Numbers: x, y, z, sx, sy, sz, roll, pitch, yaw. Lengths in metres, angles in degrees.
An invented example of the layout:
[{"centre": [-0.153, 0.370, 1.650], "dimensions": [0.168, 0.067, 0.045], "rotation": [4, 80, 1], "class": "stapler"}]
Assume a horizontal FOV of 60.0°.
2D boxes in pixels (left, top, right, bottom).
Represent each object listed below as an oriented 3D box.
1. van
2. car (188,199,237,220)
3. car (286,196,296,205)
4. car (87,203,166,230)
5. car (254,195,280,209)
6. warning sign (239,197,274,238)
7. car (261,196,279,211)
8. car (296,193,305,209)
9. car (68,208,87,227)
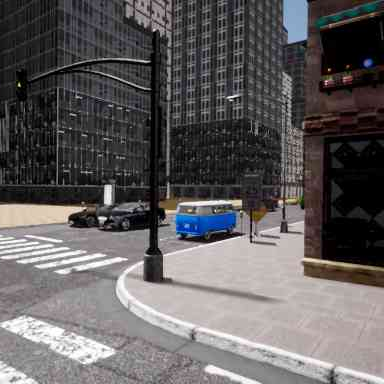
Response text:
[{"centre": [0.836, 1.368, 17.018], "dimensions": [1.690, 1.788, 3.998], "rotation": [1, 1, 35], "class": "van"}, {"centre": [1.861, 1.426, 28.451], "dimensions": [1.837, 1.490, 4.892], "rotation": [1, 1, 36], "class": "car"}, {"centre": [16.355, 1.364, 53.298], "dimensions": [1.752, 1.417, 4.829], "rotation": [1, 1, 35], "class": "car"}, {"centre": [-3.659, 1.431, 20.695], "dimensions": [2.128, 1.511, 4.902], "rotation": [1, 1, 35], "class": "car"}, {"centre": [10.039, 1.293, 44.419], "dimensions": [1.967, 1.590, 4.097], "rotation": [1, 1, 35], "class": "car"}, {"centre": [3.117, 1.177, 16.124], "dimensions": [1.300, 1.860, 1.060], "rotation": [1, 1, 35], "class": "warning sign"}, {"centre": [7.755, 1.430, 36.731], "dimensions": [1.812, 1.442, 4.674], "rotation": [1, 1, 36], "class": "car"}, {"centre": [15.419, 1.159, 42.093], "dimensions": [2.150, 2.045, 5.566], "rotation": [1, 1, 36], "class": "car"}, {"centre": [-5.996, 1.467, 21.879], "dimensions": [1.947, 1.339, 4.313], "rotation": [1, 1, 35], "class": "car"}]
